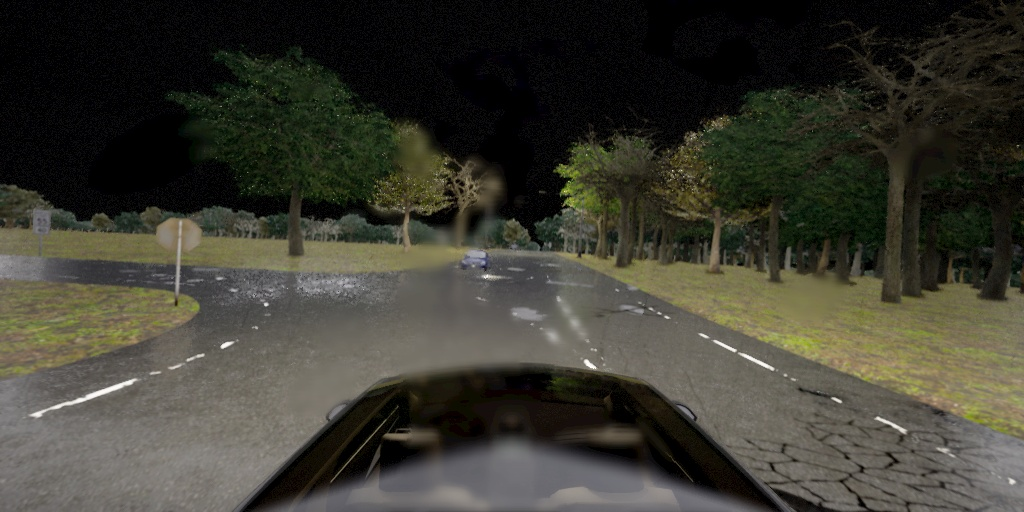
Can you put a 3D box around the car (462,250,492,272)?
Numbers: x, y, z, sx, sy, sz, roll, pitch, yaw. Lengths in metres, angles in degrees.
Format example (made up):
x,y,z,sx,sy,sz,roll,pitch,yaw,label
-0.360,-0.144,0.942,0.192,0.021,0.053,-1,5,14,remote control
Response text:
x,y,z,sx,sy,sz,roll,pitch,yaw,label
-2.582,0.312,27.304,1.812,1.442,4.674,3,3,2,car
